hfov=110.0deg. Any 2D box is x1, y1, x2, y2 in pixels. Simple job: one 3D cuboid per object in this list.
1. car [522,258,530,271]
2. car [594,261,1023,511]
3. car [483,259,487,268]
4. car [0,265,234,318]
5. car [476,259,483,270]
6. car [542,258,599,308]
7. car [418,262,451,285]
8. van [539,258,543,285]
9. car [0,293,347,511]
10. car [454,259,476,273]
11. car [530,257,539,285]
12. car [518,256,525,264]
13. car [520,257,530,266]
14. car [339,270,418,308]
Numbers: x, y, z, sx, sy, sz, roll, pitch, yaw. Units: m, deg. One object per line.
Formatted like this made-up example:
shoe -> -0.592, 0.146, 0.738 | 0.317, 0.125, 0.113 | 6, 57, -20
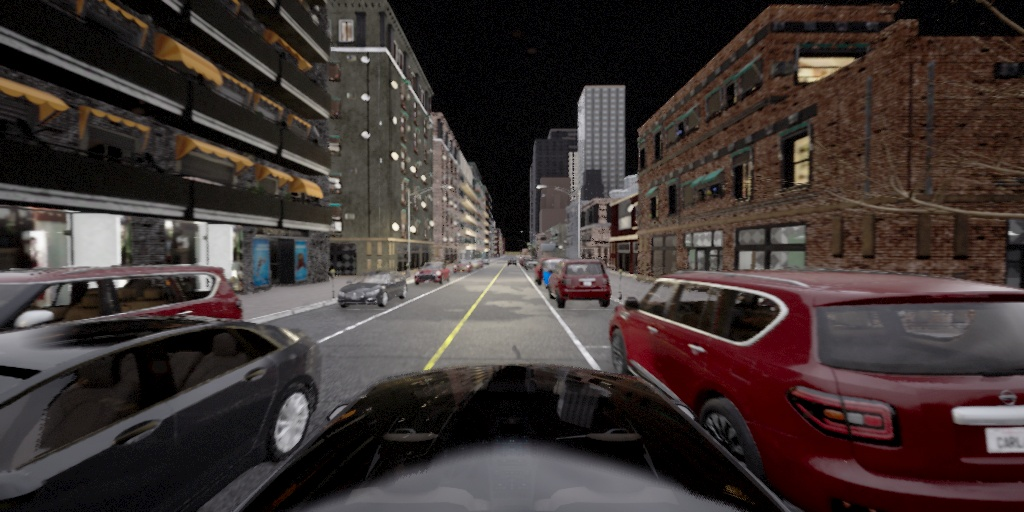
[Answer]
car -> 2.711, 1.290, 47.063 | 2.007, 1.370, 4.403 | 0, 0, 0
car -> 2.691, 1.064, 4.304 | 2.192, 1.841, 5.009 | 0, 0, 0
car -> -5.665, 1.165, 58.169 | 1.967, 1.591, 4.097 | 0, 0, 0
car -> -5.689, 1.064, 4.315 | 2.192, 1.841, 5.009 | 0, 0, 0
car -> -5.668, 1.254, 52.419 | 1.751, 1.417, 4.829 | 0, 0, 0
car -> 2.696, 1.060, 15.118 | 2.192, 1.841, 5.009 | 0, 0, 0
car -> -5.680, 1.181, 25.943 | 1.967, 1.591, 4.097 | 0, 0, 0
van -> 2.699, 1.084, 20.525 | 1.690, 1.789, 3.998 | 0, 0, 0
car -> -3.079, 1.255, 2.170 | 1.837, 1.490, 4.892 | 0, 0, 0
car -> -5.673, 1.174, 42.165 | 1.967, 1.591, 4.097 | 0, 0, 0
car -> 2.701, 1.056, 25.933 | 2.192, 1.841, 5.009 | 0, 0, 0
car -> 2.685, 1.035, 63.794 | 2.192, 1.841, 5.009 | 0, 0, 0
car -> 2.682, 1.290, 58.215 | 1.948, 1.339, 4.313 | 0, 0, 0
car -> -5.685, 1.297, 15.129 | 2.007, 1.370, 4.403 | 0, 0, 0
